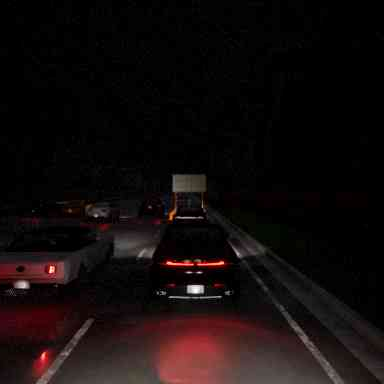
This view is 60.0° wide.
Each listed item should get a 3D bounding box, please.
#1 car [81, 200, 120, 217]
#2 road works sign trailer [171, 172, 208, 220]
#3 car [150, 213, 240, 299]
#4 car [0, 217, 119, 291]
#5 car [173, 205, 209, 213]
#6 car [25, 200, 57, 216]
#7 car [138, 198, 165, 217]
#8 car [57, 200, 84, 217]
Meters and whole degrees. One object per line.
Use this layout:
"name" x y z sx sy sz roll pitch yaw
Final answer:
"car" -7.130 1.525 26.929 1.812 1.442 4.674 0 0 -1
"road works sign trailer" -0.190 0.464 22.677 2.380 3.560 2.880 0 0 -3
"car" 0.046 1.505 8.417 1.837 1.490 4.892 0 0 0
"car" -3.453 1.600 8.971 1.895 1.301 4.718 0 0 0
"car" -0.075 1.488 18.807 2.128 1.511 4.902 0 0 1
"car" -14.160 1.491 32.075 2.128 1.511 4.902 0 0 -1
"car" -3.650 1.351 30.855 2.097 1.767 4.553 0 0 -1
"car" -10.655 1.477 31.492 1.882 1.535 5.008 0 0 -1
